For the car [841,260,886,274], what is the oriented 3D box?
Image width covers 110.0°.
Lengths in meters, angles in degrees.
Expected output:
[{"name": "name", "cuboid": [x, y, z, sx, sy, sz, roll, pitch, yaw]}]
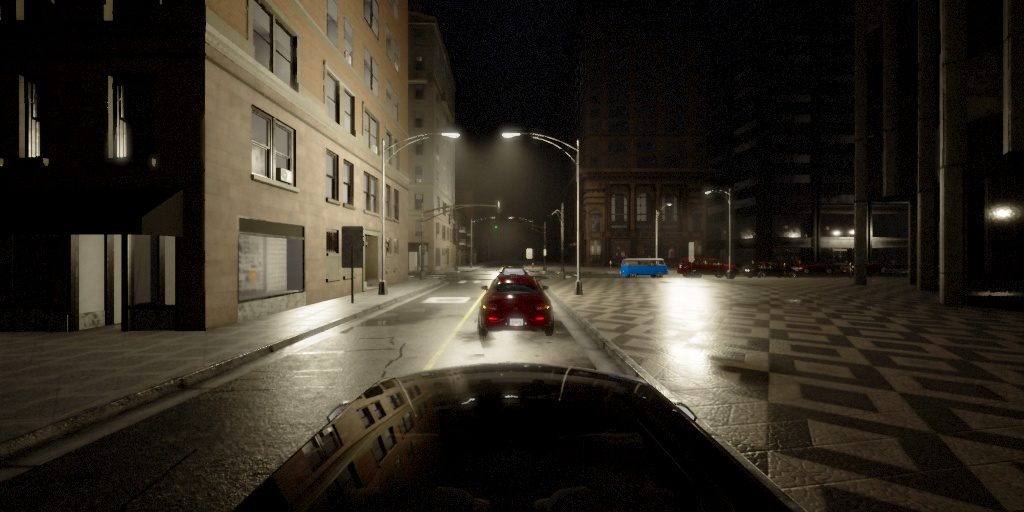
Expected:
[{"name": "car", "cuboid": [39.832, 1.185, 40.822, 4.097, 1.591, 1.967, 0, 0, -1]}]

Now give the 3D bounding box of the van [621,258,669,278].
[{"name": "van", "cuboid": [11.737, 1.105, 31.876, 3.998, 1.789, 1.690, 0, 0, -1]}]

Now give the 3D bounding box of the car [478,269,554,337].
[{"name": "car", "cuboid": [0.094, 1.271, 10.109, 1.812, 1.442, 4.674, 0, 0, 0]}]

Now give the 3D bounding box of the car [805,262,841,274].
[{"name": "car", "cuboid": [34.193, 1.331, 40.737, 4.207, 1.307, 1.802, 0, 0, -1]}]

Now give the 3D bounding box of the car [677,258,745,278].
[{"name": "car", "cuboid": [17.378, 1.078, 31.960, 5.009, 1.841, 2.192, 0, 0, -1]}]

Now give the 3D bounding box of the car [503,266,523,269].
[{"name": "car", "cuboid": [0.057, 1.302, 21.230, 1.994, 1.385, 4.181, 0, 0, -2]}]

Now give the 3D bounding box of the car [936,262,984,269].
[{"name": "car", "cuboid": [39.935, 1.190, 32.296, 4.097, 1.591, 1.967, 0, 0, -1]}]

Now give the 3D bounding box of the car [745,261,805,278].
[{"name": "car", "cuboid": [23.018, 1.326, 32.044, 4.313, 1.339, 1.948, 0, 0, -1]}]
